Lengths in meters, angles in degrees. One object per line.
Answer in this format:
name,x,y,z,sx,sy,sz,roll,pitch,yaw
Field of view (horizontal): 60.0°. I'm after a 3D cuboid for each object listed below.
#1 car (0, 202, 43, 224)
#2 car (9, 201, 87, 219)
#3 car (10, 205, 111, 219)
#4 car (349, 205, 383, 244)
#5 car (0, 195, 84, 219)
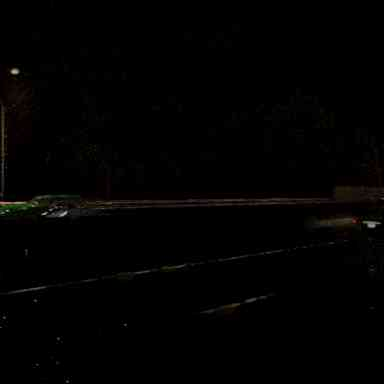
car,-13.607,1.527,24.375,4.674,1.442,1.812,0,0,-35
car,-7.909,1.508,19.844,4.892,1.490,1.837,0,0,-35
car,-5.970,1.551,16.932,5.357,1.411,2.033,0,0,-35
car,8.900,1.365,14.523,4.553,1.767,2.097,0,0,-36
car,-9.971,1.225,22.672,5.566,2.045,2.150,0,0,-35
